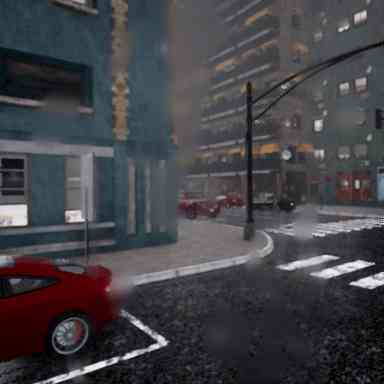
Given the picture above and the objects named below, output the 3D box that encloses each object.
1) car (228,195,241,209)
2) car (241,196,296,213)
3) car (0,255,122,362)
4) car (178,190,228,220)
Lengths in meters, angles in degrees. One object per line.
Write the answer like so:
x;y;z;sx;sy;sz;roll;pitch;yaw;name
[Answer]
3.225;0.896;31.932;1.802;1.307;4.206;0;1;-36;car
6.519;0.957;27.439;1.947;1.339;4.313;0;1;-36;car
-3.025;1.585;4.393;4.206;1.307;1.802;-1;1;-36;car
-0.260;0.798;22.515;2.192;1.841;5.009;0;1;-36;car
